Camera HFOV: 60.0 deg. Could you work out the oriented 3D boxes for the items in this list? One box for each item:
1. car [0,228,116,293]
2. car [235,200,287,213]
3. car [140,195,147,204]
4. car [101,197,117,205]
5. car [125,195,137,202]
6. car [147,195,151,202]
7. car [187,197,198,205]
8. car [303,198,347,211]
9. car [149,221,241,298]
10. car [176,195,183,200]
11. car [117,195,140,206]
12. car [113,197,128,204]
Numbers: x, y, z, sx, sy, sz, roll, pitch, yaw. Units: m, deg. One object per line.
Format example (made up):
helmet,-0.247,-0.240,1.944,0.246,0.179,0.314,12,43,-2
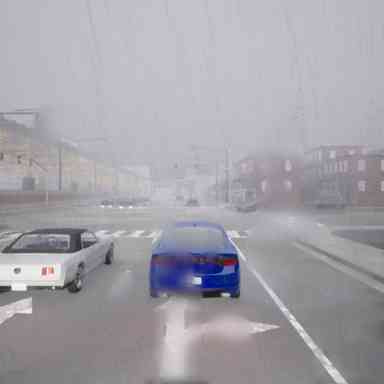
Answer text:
car,-3.420,1.601,8.838,1.895,1.301,4.718,0,0,0
car,7.389,1.547,35.837,5.357,1.411,2.033,0,0,-4
car,-10.476,1.505,64.164,1.837,1.490,4.892,0,0,1
car,-14.012,1.564,56.543,1.994,1.385,4.181,0,0,0
car,-13.918,1.524,75.857,1.812,1.442,4.674,0,0,0
car,-10.420,1.478,74.568,1.882,1.535,5.008,0,0,0
car,0.113,1.547,59.526,2.033,1.411,5.357,0,0,0
car,15.755,1.492,39.549,4.902,1.511,2.128,0,0,0
car,0.075,1.478,8.571,1.882,1.535,5.008,0,0,1
car,-3.400,1.500,92.778,1.837,1.490,4.892,0,0,0
car,-10.520,1.352,55.033,2.097,1.767,4.553,0,0,0
car,-13.955,1.601,65.548,1.895,1.301,4.718,0,0,1
